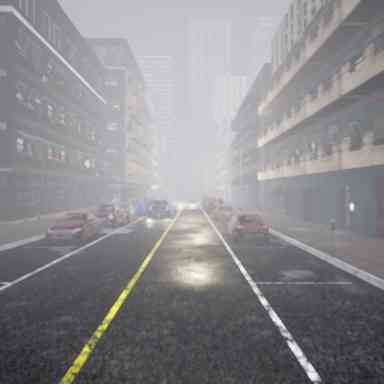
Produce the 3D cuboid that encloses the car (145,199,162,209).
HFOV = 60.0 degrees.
[{"bbox_3d":[-5.726,1.780,50.058,2.008,1.369,4.403,-1,0,0],"label":"car"}]

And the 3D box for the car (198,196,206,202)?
[{"bbox_3d":[2.646,1.938,89.416,1.752,1.417,4.829,-1,0,0],"label":"car"}]

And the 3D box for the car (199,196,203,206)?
[{"bbox_3d":[2.658,1.544,50.033,2.192,1.841,5.009,-1,0,0],"label":"car"}]

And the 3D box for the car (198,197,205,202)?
[{"bbox_3d":[2.644,2.004,94.848,1.947,1.339,4.313,-1,0,0],"label":"car"}]

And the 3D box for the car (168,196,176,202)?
[{"bbox_3d":[-5.736,1.989,94.873,2.008,1.369,4.403,-1,0,0],"label":"car"}]

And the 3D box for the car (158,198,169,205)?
[{"bbox_3d":[-5.725,1.889,66.863,1.802,1.307,4.206,-1,0,0],"label":"car"}]

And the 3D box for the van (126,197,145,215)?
[{"bbox_3d":[-5.682,1.493,33.252,1.690,1.788,3.998,-1,0,0],"label":"van"}]

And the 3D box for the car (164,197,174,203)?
[{"bbox_3d":[-5.732,1.936,83.670,2.008,1.369,4.403,-1,0,0],"label":"car"}]

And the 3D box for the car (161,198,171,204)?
[{"bbox_3d":[-5.727,1.915,72.465,1.802,1.307,4.206,-1,0,0],"label":"car"}]

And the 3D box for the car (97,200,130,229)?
[{"bbox_3d":[-5.676,1.541,22.048,1.967,1.590,4.097,-1,0,0],"label":"car"}]

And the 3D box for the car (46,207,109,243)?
[{"bbox_3d":[-5.672,1.657,16.446,1.802,1.307,4.206,-1,0,0],"label":"car"}]

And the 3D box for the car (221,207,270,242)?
[{"bbox_3d":[2.675,1.657,16.420,1.802,1.307,4.206,-1,0,0],"label":"car"}]

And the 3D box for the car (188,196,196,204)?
[{"bbox_3d":[-0.028,1.919,73.084,1.895,1.301,4.718,0,0,0],"label":"car"}]

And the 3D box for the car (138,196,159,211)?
[{"bbox_3d":[-5.710,1.518,44.456,2.192,1.841,5.009,-1,0,0],"label":"car"}]

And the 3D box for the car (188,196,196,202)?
[{"bbox_3d":[-0.031,1.761,83.064,1.882,1.535,5.008,0,0,0],"label":"car"}]

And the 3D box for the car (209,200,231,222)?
[{"bbox_3d":[2.670,1.652,27.794,1.752,1.417,4.829,-1,0,0],"label":"car"}]

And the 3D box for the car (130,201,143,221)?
[{"bbox_3d":[-5.677,1.677,27.649,2.008,1.369,4.403,-1,0,0],"label":"car"}]

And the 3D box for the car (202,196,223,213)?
[{"bbox_3d":[2.663,1.493,38.829,2.192,1.841,5.009,-1,0,0],"label":"car"}]

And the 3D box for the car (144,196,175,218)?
[{"bbox_3d":[-3.016,1.497,32.316,2.097,1.767,4.553,0,0,0],"label":"car"}]
